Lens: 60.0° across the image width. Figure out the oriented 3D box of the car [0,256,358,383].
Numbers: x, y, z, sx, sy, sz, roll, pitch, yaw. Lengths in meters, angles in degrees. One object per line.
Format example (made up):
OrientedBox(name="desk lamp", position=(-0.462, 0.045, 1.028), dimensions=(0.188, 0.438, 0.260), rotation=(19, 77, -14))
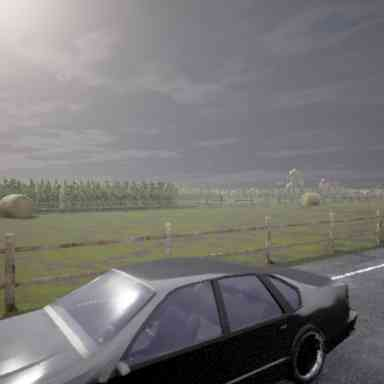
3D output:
OrientedBox(name="car", position=(-0.231, 1.548, 3.825), dimensions=(5.357, 1.411, 2.033), rotation=(0, 0, -35))
